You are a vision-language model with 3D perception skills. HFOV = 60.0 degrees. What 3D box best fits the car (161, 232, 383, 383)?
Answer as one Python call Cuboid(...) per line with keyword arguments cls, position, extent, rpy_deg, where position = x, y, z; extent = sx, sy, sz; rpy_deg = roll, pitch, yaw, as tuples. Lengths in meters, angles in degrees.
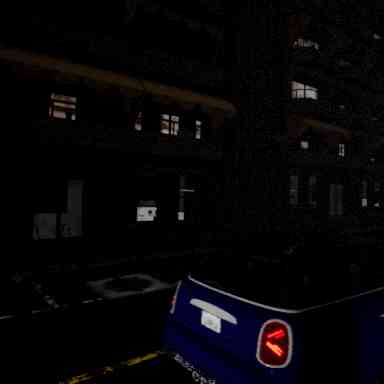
Cuboid(cls="car", position=(1.923, 1.354, 4.651), extent=(4.553, 1.767, 2.097), rpy_deg=(0, 0, -36))
